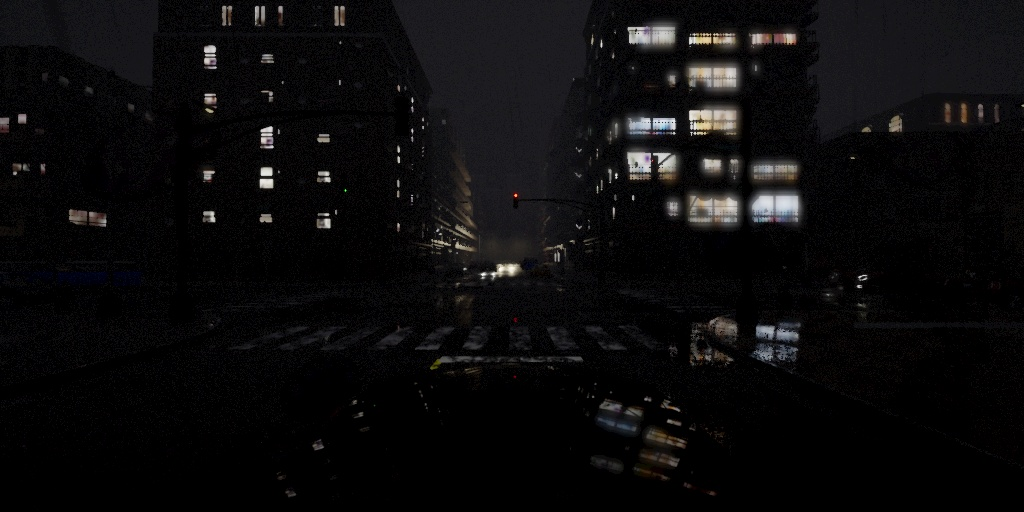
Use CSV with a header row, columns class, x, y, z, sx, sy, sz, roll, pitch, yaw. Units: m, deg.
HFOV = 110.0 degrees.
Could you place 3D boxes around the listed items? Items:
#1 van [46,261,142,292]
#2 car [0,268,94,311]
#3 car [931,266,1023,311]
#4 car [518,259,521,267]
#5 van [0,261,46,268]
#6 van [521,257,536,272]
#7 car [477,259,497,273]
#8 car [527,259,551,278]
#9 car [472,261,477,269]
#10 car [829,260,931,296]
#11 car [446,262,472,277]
class,x,y,z,sx,sy,sz,roll,pitch,yaw
van,-24.853,1.190,21.599,3.998,1.789,1.690,0,0,1
car,-19.364,1.290,13.646,4.403,1.370,2.007,0,0,1
car,18.663,1.103,13.140,4.097,1.591,1.967,0,0,1
car,2.450,1.100,53.054,2.192,1.841,5.009,0,0,0
van,-30.447,1.201,21.674,3.998,1.789,1.690,0,0,1
van,2.495,1.119,47.400,1.690,1.789,3.998,0,0,0
car,-2.846,1.338,43.935,1.994,1.385,4.181,0,0,0
car,2.623,1.290,33.567,1.751,1.417,4.829,0,0,0
car,-5.431,1.367,52.977,1.802,1.307,4.207,0,0,0
car,19.295,1.082,18.557,4.553,1.767,2.097,0,-1,1
car,-5.522,1.317,36.004,2.007,1.370,4.403,0,0,0
